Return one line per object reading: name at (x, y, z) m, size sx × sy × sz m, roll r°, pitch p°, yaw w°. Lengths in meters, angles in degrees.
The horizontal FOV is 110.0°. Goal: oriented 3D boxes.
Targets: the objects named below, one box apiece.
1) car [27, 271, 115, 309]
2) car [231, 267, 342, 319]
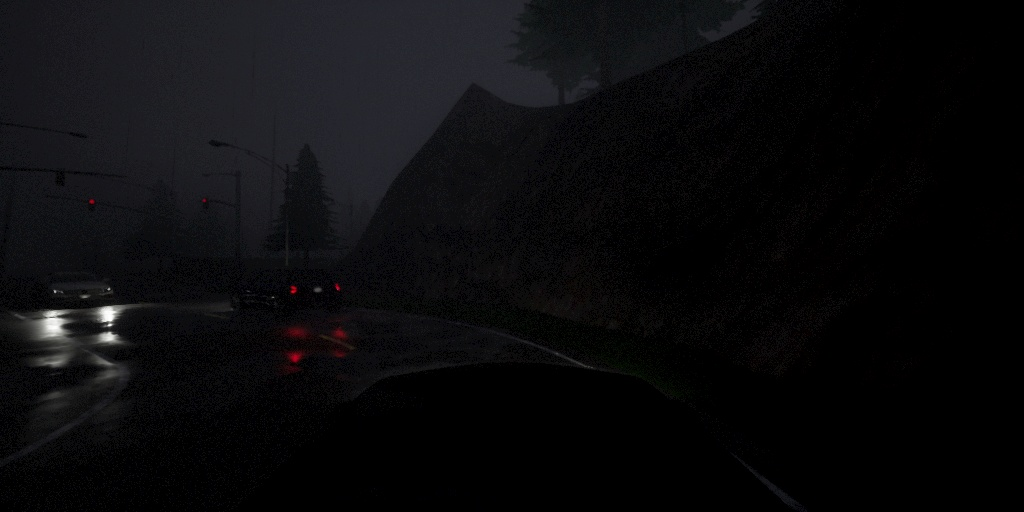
car at (-19.472, 1.408, 15.874) m, size 4.674 × 1.442 × 1.812 m, roll -1°, pitch -1°, yaw 31°
car at (-8.564, 1.212, 13.567) m, size 4.553 × 1.767 × 2.097 m, roll 0°, pitch -1°, yaw 31°
